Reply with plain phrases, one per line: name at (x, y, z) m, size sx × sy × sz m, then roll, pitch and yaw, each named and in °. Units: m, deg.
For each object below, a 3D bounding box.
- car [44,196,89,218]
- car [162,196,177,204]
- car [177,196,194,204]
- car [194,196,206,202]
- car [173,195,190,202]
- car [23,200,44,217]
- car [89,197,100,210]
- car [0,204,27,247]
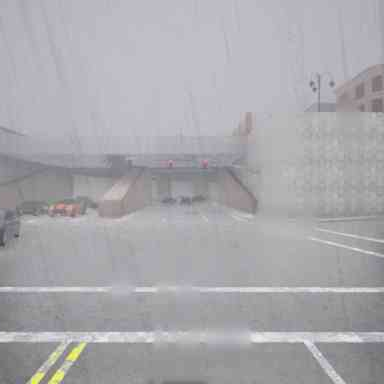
car at (-11.220, 1.352, 30.128) m, size 2.097 × 1.767 × 4.553 m, roll 0°, pitch 0°, yaw -2°
car at (-4.513, 1.547, 64.312) m, size 2.033 × 1.411 × 5.357 m, roll 0°, pitch 0°, yaw 5°
car at (-1.152, 1.547, 63.026) m, size 2.033 × 1.411 × 5.357 m, roll 0°, pitch 0°, yaw 2°
car at (1.530, 1.523, 74.797) m, size 1.812 × 1.442 × 4.674 m, roll 0°, pitch 0°, yaw 28°
car at (-2.338, 1.523, 74.669) m, size 1.812 × 1.442 × 4.674 m, roll 0°, pitch 0°, yaw 24°
car at (-14.753, 1.504, 31.058) m, size 1.837 × 1.490 × 4.892 m, roll 0°, pitch 0°, yaw -2°
car at (-11.560, 1.600, 43.039) m, size 1.895 × 1.301 × 4.718 m, roll 0°, pitch 0°, yaw -1°
car at (-8.889, 1.504, 14.699) m, size 1.837 × 1.490 × 4.892 m, roll 0°, pitch 0°, yaw -17°
